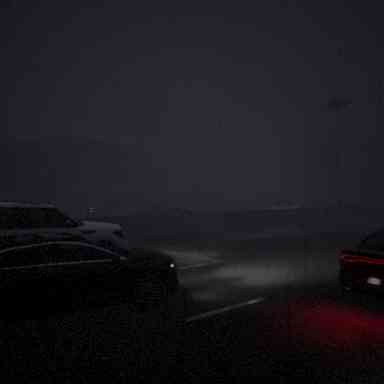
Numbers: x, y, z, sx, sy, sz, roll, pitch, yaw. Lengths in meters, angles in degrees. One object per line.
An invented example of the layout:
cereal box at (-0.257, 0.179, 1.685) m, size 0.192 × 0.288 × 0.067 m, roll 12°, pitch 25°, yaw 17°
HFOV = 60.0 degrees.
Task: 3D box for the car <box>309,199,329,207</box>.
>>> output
car at (22.902, 2.071, 59.016) m, size 2.128 × 1.511 × 4.902 m, roll 0°, pitch -1°, yaw 33°

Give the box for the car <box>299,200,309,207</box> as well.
car at (21.952, 2.199, 64.141) m, size 1.895 × 1.301 × 4.718 m, roll 0°, pitch -1°, yaw 31°

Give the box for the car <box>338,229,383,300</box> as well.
car at (5.424, 1.564, 7.886) m, size 5.008 × 1.535 × 1.882 m, roll 0°, pitch 0°, yaw -38°

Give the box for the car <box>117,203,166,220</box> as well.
car at (-4.791, 1.805, 31.740) m, size 4.181 × 1.385 × 1.994 m, roll 1°, pitch -1°, yaw -42°

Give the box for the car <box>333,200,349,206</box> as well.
car at (25.245, 2.038, 56.181) m, size 1.882 × 1.535 × 5.008 m, roll 0°, pitch 0°, yaw 33°

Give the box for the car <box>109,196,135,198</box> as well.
car at (-8.119, 1.462, 33.431) m, size 5.566 × 2.045 × 2.150 m, roll 0°, pitch 0°, yaw -41°

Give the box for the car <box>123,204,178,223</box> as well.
car at (-3.463, 1.782, 28.250) m, size 4.181 × 1.385 × 1.994 m, roll 1°, pitch -1°, yaw -42°

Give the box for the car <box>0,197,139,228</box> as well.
car at (-4.536, 1.280, 9.101) m, size 5.566 × 2.045 × 2.150 m, roll 0°, pitch 0°, yaw -36°

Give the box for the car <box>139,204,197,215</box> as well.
car at (-1.604, 1.801, 25.184) m, size 4.718 × 1.301 × 1.895 m, roll 1°, pitch -1°, yaw -41°

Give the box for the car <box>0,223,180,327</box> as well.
car at (-2.519, 1.534, 6.300) m, size 4.902 × 1.511 × 2.128 m, roll 1°, pitch 0°, yaw -36°

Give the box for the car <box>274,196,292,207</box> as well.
car at (17.479, 1.815, 63.464) m, size 2.150 × 2.045 × 5.566 m, roll 0°, pitch 0°, yaw 32°
